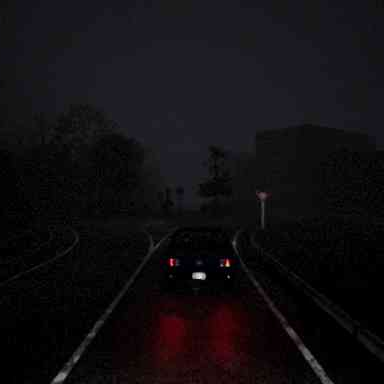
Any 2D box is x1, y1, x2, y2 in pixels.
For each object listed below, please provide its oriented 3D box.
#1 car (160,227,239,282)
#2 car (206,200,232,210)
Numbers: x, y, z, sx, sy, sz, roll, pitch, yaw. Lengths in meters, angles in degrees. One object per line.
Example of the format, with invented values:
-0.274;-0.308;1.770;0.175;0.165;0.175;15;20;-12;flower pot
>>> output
0.253;1.708;10.050;1.895;1.301;4.718;0;-1;2;car
3.802;1.905;49.819;2.128;1.511;4.902;-2;1;-39;car
